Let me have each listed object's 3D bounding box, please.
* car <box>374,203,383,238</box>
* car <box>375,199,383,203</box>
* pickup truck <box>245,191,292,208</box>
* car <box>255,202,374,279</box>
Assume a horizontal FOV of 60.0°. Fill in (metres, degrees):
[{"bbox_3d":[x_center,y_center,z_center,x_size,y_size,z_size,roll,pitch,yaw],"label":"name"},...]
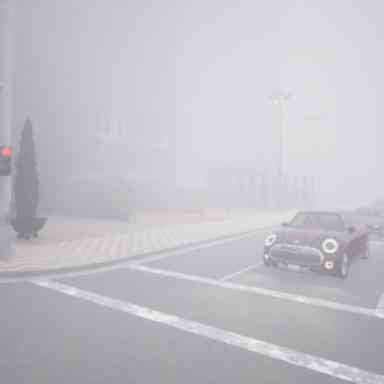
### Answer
[{"bbox_3d":[9.457,1.526,17.928,2.033,1.411,5.357,1,0,35],"label":"car"},{"bbox_3d":[15.181,1.330,26.051,2.097,1.767,4.553,1,0,35],"label":"car"},{"bbox_3d":[9.040,0.936,39.957,6.274,2.098,2.390,0,0,-24],"label":"pickup truck"},{"bbox_3d":[3.938,1.331,10.228,2.097,1.767,4.553,1,0,37],"label":"car"}]
